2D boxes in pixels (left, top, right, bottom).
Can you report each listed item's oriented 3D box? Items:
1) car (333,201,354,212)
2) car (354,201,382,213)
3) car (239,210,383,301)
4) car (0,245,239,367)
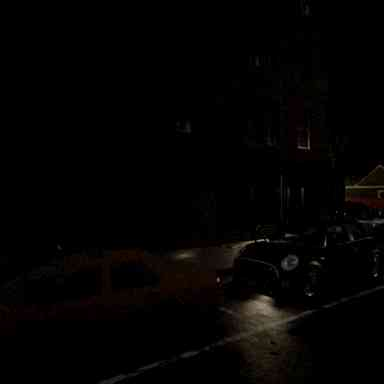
[{"bbox_3d":[11.019,1.595,28.870,1.837,1.490,4.892,0,0,-33],"label":"car"},{"bbox_3d":[14.327,1.585,29.813,1.837,1.490,4.892,0,0,-36],"label":"car"},{"bbox_3d":[2.916,1.438,8.284,4.097,1.590,1.967,0,0,-36],"label":"car"},{"bbox_3d":[-1.707,1.525,4.969,4.829,1.417,1.752,0,0,-36],"label":"car"}]
